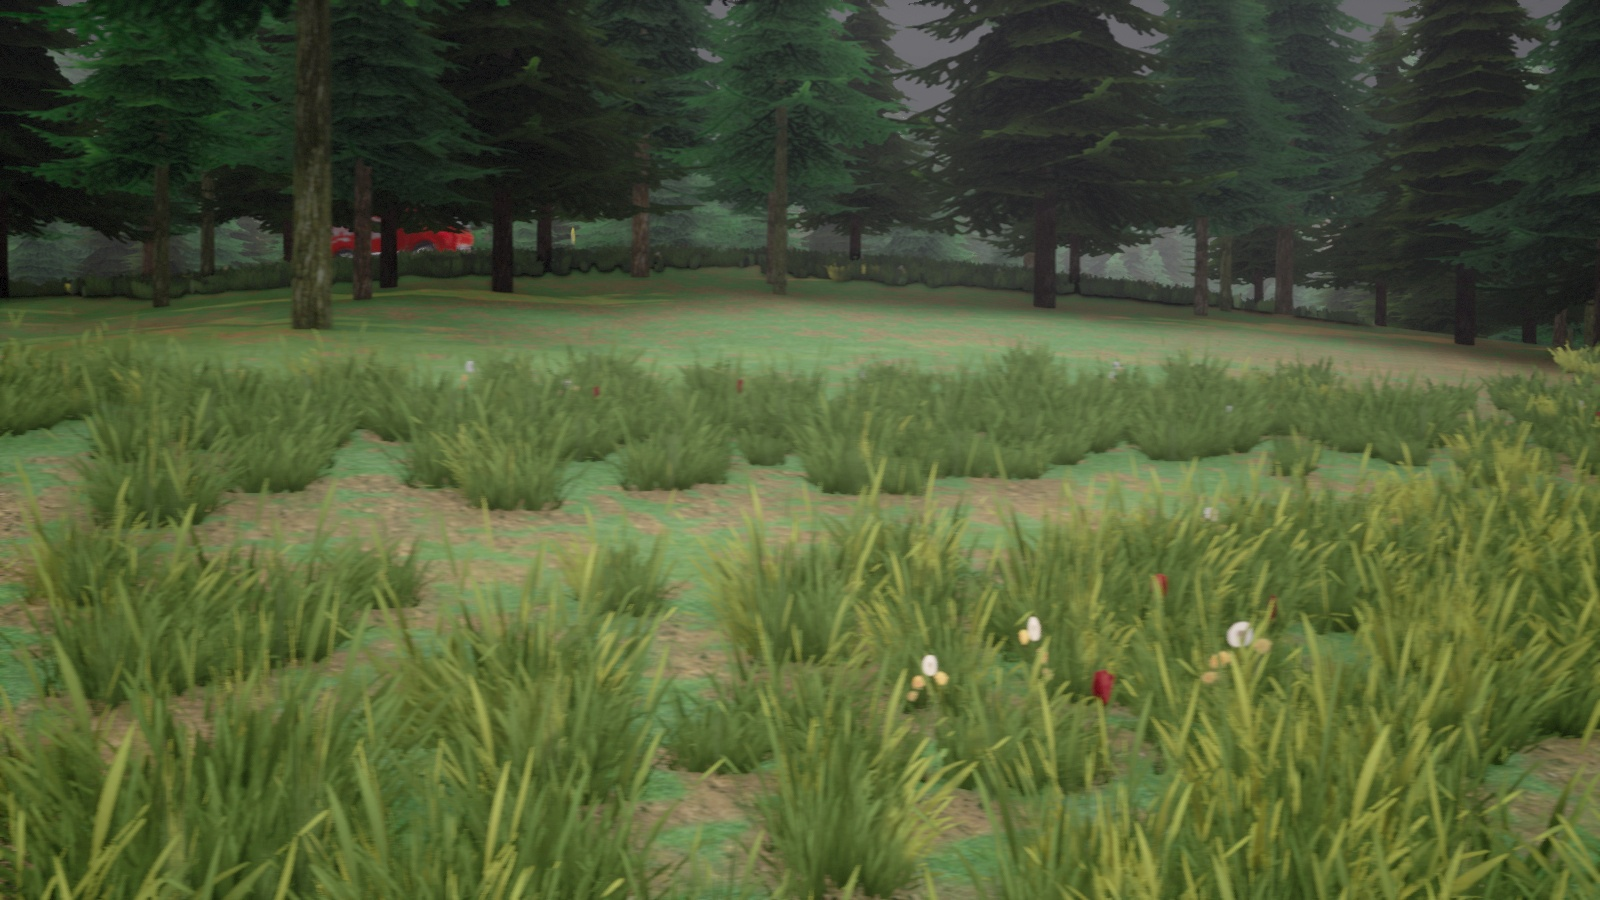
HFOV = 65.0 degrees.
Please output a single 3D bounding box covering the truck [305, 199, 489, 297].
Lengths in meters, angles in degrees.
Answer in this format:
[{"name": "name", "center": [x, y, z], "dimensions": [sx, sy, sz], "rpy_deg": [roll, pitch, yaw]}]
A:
[{"name": "truck", "center": [-13.824, -6.901, 43.279], "dimensions": [5.204, 2.467, 2.627], "rpy_deg": [-5, 1, 6]}]
